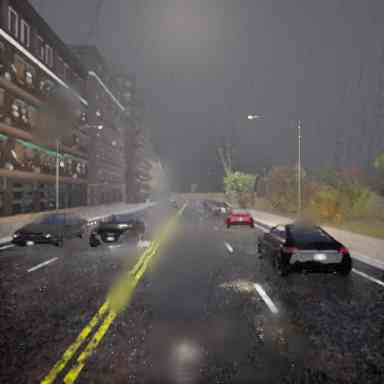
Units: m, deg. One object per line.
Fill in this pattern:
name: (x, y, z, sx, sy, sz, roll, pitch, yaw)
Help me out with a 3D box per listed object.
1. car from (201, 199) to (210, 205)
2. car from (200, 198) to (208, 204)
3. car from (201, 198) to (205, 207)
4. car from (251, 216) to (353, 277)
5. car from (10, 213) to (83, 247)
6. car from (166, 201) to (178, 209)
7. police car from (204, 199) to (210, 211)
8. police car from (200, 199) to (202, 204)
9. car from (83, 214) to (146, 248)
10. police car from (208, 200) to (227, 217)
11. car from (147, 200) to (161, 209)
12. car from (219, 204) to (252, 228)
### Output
car: (3.233, 2.398, 80.963, 2.128, 1.511, 4.902, 0, -1, 0)
car: (3.231, 2.506, 91.963, 1.882, 1.535, 5.008, 0, -1, 0)
car: (3.238, 2.164, 58.993, 2.163, 1.488, 4.792, 0, -1, 0)
car: (3.346, 1.685, 10.682, 1.994, 1.385, 4.181, 0, -1, 0)
car: (-6.604, 1.730, 16.231, 2.033, 1.411, 5.357, 0, -1, 0)
car: (-3.307, 2.176, 56.119, 2.033, 1.411, 5.357, 0, -1, 1)
police car: (3.240, 2.043, 47.964, 2.038, 1.542, 4.974, 0, -1, 0)
police car: (3.235, 2.210, 70.074, 1.930, 1.638, 5.238, 0, -1, 0)
car: (-3.351, 1.739, 15.618, 1.994, 1.385, 4.181, 0, -1, 0)
police car: (3.242, 1.919, 36.964, 2.038, 1.542, 4.974, 0, -1, 0)
car: (-6.555, 2.174, 57.929, 1.812, 1.442, 4.674, 0, -1, 1)
car: (3.342, 1.841, 24.729, 1.994, 1.385, 4.181, 0, -1, 0)
